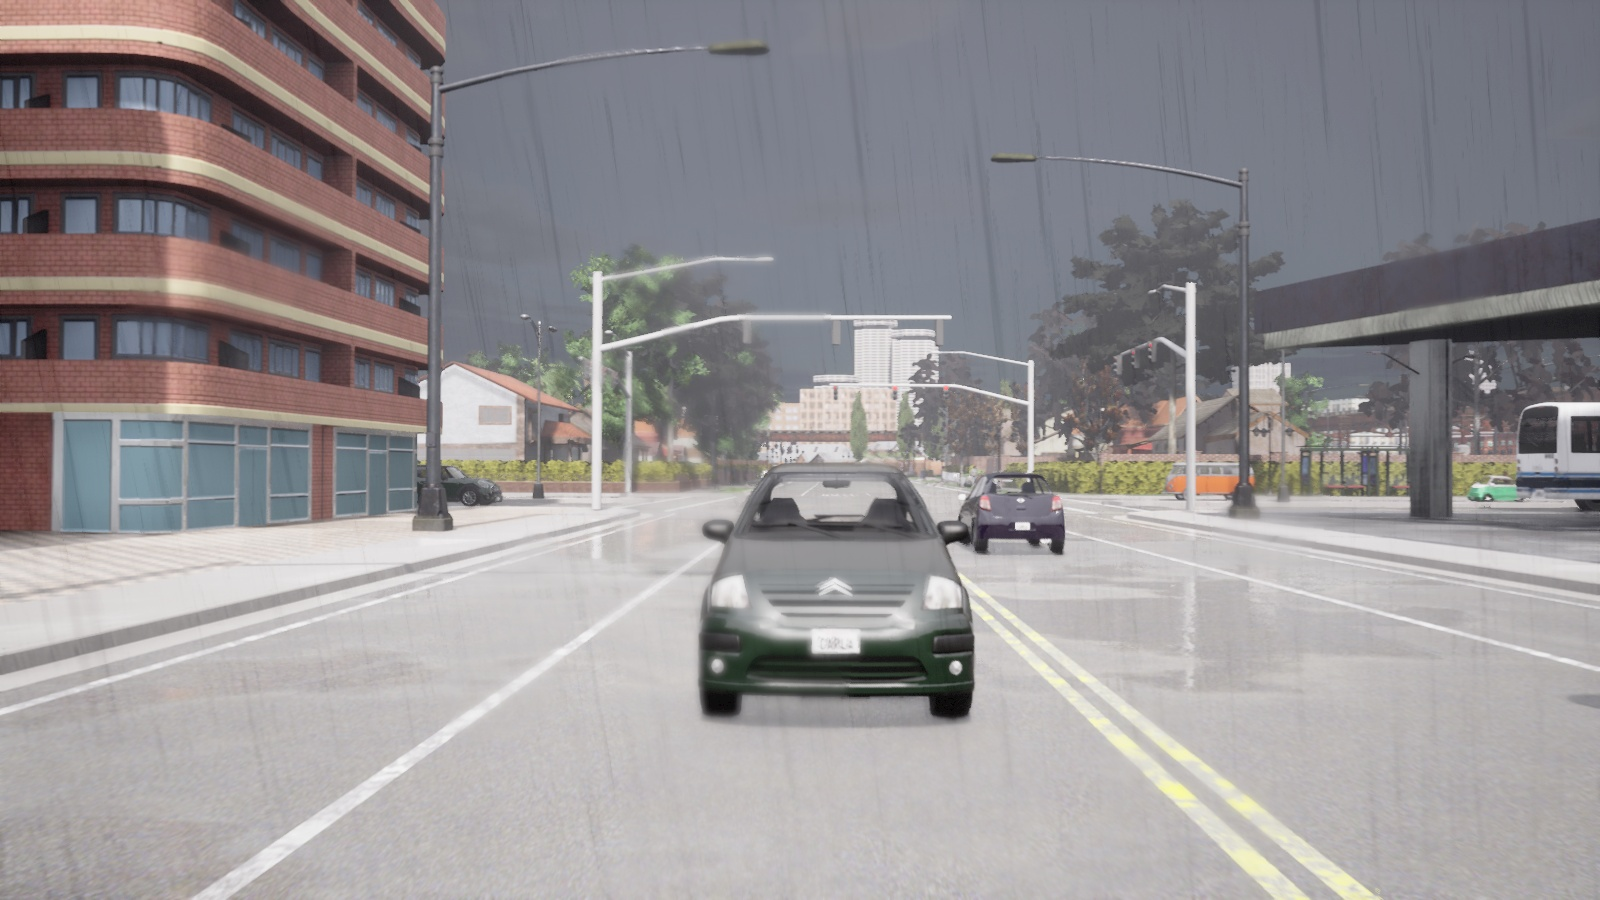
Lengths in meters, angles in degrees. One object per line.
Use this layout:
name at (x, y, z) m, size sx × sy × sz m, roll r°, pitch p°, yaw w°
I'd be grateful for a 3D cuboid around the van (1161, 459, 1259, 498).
van at (20.970, 1.455, 64.376) m, size 4.442 × 1.987 × 1.775 m, roll 0°, pitch -1°, yaw 2°

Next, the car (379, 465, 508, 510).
car at (-14.370, 1.501, 50.793) m, size 4.553 × 1.767 × 2.097 m, roll 0°, pitch -1°, yaw 4°

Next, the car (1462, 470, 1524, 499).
car at (33.324, 1.643, 60.411) m, size 2.207 × 1.376 × 1.481 m, roll 0°, pitch -1°, yaw 2°

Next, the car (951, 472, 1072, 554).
car at (4.086, 1.185, 24.802) m, size 1.845 × 1.501 × 3.633 m, roll 0°, pitch -1°, yaw 1°

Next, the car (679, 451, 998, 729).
car at (0.263, 0.851, 9.334) m, size 1.851 × 1.617 × 3.988 m, roll 0°, pitch -1°, yaw 1°

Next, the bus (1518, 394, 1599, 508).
bus at (34.264, 0.036, 48.892) m, size 10.273 × 4.253 × 3.944 m, roll 0°, pitch -1°, yaw 2°
